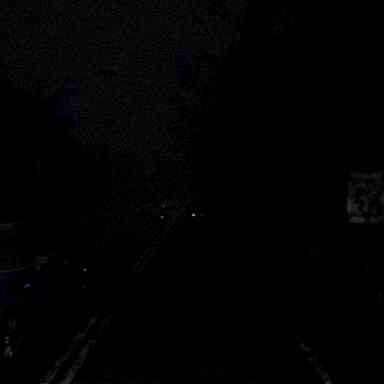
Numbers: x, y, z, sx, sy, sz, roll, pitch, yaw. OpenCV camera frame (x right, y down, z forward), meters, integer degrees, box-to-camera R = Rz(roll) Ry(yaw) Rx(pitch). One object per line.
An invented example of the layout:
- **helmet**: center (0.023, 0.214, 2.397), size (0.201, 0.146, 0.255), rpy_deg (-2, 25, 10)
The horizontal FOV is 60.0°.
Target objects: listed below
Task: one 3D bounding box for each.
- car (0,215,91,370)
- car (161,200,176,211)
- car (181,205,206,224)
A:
- **car**: center (-3.349, 1.366, 5.688), size (2.097, 1.767, 4.553), rpy_deg (0, 0, 0)
- **car**: center (-3.246, 1.878, 47.012), size (1.882, 1.535, 5.008), rpy_deg (0, -1, 0)
- **car**: center (0.130, 1.727, 26.316), size (2.033, 1.411, 5.357), rpy_deg (0, -1, 0)
